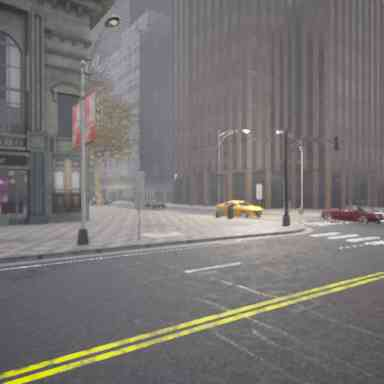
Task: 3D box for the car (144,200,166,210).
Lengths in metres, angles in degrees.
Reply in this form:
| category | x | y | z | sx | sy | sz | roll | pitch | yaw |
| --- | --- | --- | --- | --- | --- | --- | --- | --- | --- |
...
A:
| category | x | y | z | sx | sy | sz | roll | pitch | yaw |
| --- | --- | --- | --- | --- | --- | --- | --- | --- | --- |
| car | -5.259 | 1.678 | 43.257 | 1.895 | 1.301 | 4.718 | 0 | 0 | -36 |

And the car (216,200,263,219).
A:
| category | x | y | z | sx | sy | sz | roll | pitch | yaw |
| --- | --- | --- | --- | --- | --- | --- | --- | --- | --- |
| car | 4.246 | 1.540 | 30.219 | 1.882 | 1.535 | 5.008 | 0 | 0 | -36 |

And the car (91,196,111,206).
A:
| category | x | y | z | sx | sy | sz | roll | pitch | yaw |
| --- | --- | --- | --- | --- | --- | --- | --- | --- | --- |
| car | -15.859 | 1.523 | 57.954 | 2.097 | 1.767 | 4.553 | 0 | 0 | -36 |

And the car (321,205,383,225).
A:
| category | x | y | z | sx | sy | sz | roll | pitch | yaw |
| --- | --- | --- | --- | --- | --- | --- | --- | --- | --- |
| car | 11.982 | 1.651 | 24.695 | 1.895 | 1.301 | 4.718 | 0 | 0 | -28 |
